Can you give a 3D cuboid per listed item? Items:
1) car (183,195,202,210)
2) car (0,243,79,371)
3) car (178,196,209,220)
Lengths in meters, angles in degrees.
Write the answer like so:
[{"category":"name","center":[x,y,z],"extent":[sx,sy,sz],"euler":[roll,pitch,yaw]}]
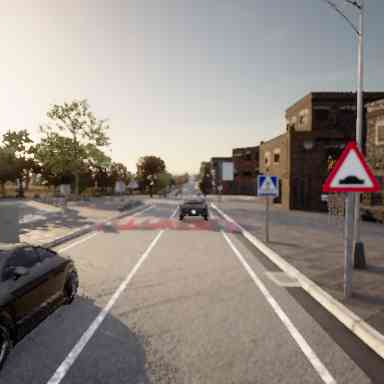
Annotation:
[{"category":"car","center":[0.115,1.161,38.214],"extent":[2.033,1.411,5.357],"euler":[0,1,0]},{"category":"car","center":[-3.348,1.547,5.247],"extent":[1.994,1.385,4.181],"euler":[0,0,0]},{"category":"car","center":[0.103,1.137,22.616],"extent":[1.837,1.490,4.892],"euler":[0,-4,0]}]
